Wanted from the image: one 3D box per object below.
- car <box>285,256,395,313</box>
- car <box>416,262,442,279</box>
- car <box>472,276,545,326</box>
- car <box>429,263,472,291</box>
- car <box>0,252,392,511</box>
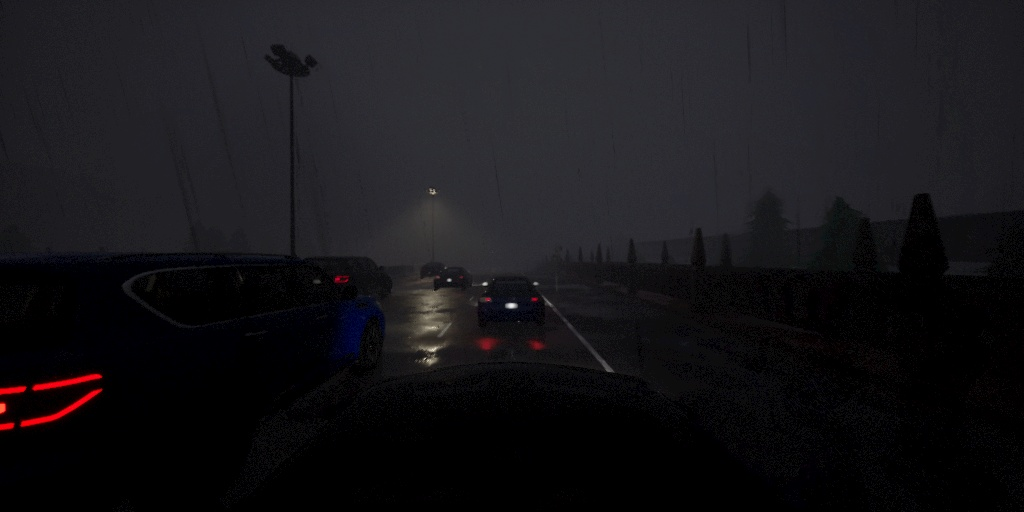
[{"bbox_3d":[-7.060,1.023,15.612,2.150,2.045,5.566,0,0,-1],"label":"car"},{"bbox_3d":[-7.294,1.316,34.023,1.882,1.535,5.008,0,0,-1],"label":"car"},{"bbox_3d":[-0.031,1.333,11.808,1.994,1.385,4.181,0,0,0],"label":"car"},{"bbox_3d":[-3.650,1.367,22.728,1.994,1.385,4.181,0,0,-1],"label":"car"},{"bbox_3d":[-3.460,0.988,4.448,2.150,2.045,5.566,0,0,0],"label":"car"}]
